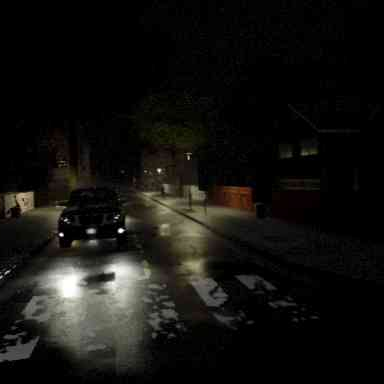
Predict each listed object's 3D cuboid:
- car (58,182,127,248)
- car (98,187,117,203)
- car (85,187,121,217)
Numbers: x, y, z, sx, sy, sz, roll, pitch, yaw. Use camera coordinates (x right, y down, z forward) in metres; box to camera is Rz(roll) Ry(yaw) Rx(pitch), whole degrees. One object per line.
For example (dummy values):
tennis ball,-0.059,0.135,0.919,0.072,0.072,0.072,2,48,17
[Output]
car,-3.816,0.796,13.199,2.150,2.045,5.566,-2,2,-13
car,-9.221,0.310,36.717,1.837,1.490,4.892,-2,2,-13
car,-6.128,0.598,23.236,2.097,1.767,4.553,-2,2,-13
